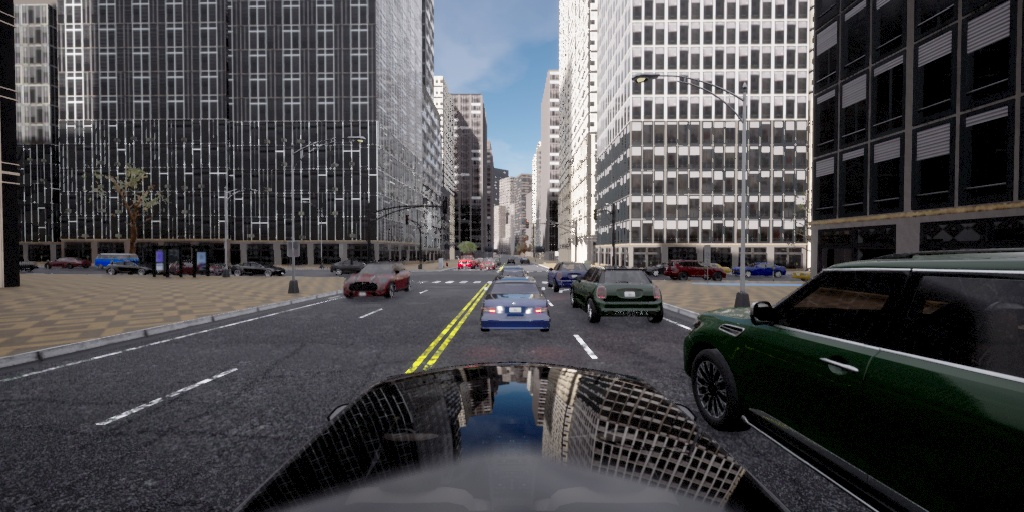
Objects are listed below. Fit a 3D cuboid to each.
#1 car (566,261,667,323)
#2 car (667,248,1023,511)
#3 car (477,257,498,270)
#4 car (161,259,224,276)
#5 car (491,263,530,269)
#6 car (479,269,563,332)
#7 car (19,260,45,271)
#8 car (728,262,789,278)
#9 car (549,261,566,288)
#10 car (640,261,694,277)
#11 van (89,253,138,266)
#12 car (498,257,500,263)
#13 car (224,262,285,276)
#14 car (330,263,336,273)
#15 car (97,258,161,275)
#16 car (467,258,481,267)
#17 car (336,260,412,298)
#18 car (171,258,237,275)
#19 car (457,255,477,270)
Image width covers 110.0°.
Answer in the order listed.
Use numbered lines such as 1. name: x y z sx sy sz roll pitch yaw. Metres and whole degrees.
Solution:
1. car: 3.327 1.097 12.265 2.097 1.767 4.553 0 0 0
2. car: 3.345 0.971 2.418 2.150 2.045 5.566 0 0 0
3. car: -3.424 1.068 51.257 2.097 1.767 4.553 0 0 -1
4. car: -28.484 1.138 32.371 4.207 1.307 1.802 0 0 1
5. car: 0.058 1.304 20.062 1.994 1.385 4.181 0 0 0
6. car: 0.082 1.293 10.819 2.033 1.411 5.357 0 0 0
7. car: -50.450 0.858 35.523 5.357 1.411 2.033 1 1 2
8. car: 25.696 1.422 37.444 5.008 1.535 1.882 1 1 1
9. car: 3.307 1.092 21.129 2.097 1.767 4.553 0 0 0
10. car: 16.218 1.365 37.609 4.892 1.490 1.837 0 1 -1
11. van: -45.375 0.605 41.167 3.998 1.789 1.690 0 0 1
12. car: -3.461 1.232 60.101 1.812 1.442 4.674 0 0 0
13. car: -22.799 1.173 32.251 4.313 1.339 1.948 0 0 1
14. car: -14.995 1.139 34.816 4.892 1.490 1.837 1 1 1
15. car: -34.165 1.069 32.532 4.313 1.339 1.948 0 0 1
16. car: -6.698 1.179 63.747 1.882 1.535 5.008 0 0 1
17. car: -6.625 1.093 18.120 2.097 1.767 4.553 0 0 0
18. car: -30.039 1.002 35.089 4.892 1.490 1.837 1 1 1
19. car: -6.704 0.935 53.403 2.150 2.045 5.566 0 0 0
